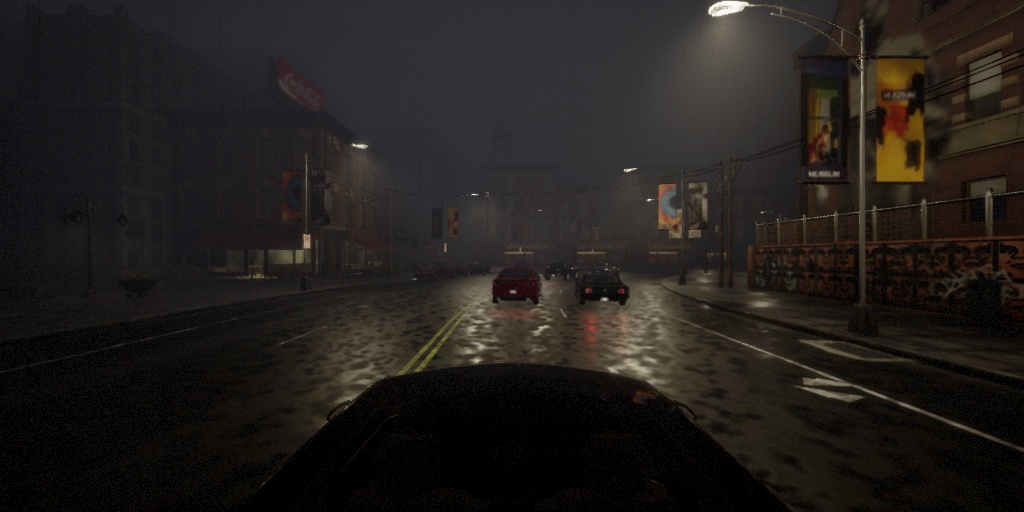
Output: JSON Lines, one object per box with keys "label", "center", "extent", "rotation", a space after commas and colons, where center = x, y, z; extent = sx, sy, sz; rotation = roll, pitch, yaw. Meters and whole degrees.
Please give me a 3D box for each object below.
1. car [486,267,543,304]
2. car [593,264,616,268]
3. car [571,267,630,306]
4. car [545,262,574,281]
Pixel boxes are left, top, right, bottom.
{"label": "car", "center": [0.331, 1.232, 16.279], "extent": [1.882, 1.535, 5.008], "rotation": [0, 0, 7]}
{"label": "car", "center": [7.400, 1.311, 28.699], "extent": [2.033, 1.411, 5.357], "rotation": [0, 0, 24]}
{"label": "car", "center": [3.810, 1.363, 15.894], "extent": [1.895, 1.301, 4.718], "rotation": [0, 0, 7]}
{"label": "car", "center": [4.214, 1.264, 30.149], "extent": [1.837, 1.490, 4.892], "rotation": [0, 0, 24]}
